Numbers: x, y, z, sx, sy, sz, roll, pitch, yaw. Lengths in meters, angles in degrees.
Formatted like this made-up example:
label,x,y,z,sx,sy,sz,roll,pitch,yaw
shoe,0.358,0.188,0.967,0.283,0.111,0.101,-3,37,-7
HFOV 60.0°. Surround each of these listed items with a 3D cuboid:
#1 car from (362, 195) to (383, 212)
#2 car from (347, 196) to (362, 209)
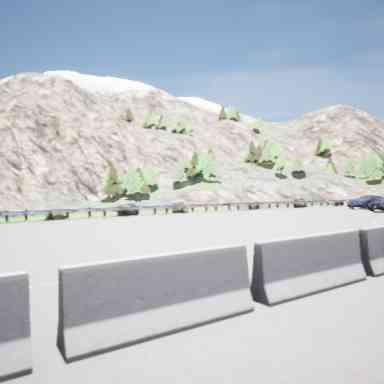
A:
label,x,y,z,sx,sy,sz,roll,pitch,yaw
car,17.833,1.103,29.900,4.181,1.385,1.994,-1,1,-24
car,17.936,1.022,33.788,4.674,1.442,1.812,-1,1,-24
